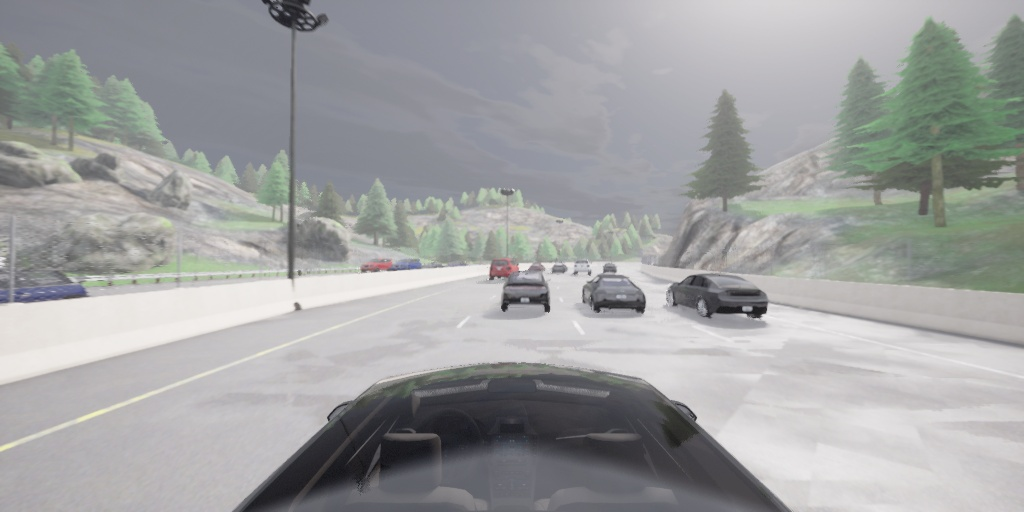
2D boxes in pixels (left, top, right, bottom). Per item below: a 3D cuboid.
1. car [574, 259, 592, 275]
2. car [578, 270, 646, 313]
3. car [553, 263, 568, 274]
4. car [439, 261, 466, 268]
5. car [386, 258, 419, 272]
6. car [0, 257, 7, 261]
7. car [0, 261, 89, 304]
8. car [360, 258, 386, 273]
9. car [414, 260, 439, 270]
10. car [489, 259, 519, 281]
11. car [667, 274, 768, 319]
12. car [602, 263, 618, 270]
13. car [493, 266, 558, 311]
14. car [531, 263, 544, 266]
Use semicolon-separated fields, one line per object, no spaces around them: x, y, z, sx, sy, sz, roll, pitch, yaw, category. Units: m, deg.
9.788;1.475;49.272;2.150;2.045;5.566;0;0;15;car
4.113;1.462;15.023;1.994;1.385;4.181;0;0;4;car
7.023;1.758;52.278;2.128;1.511;4.902;0;-1;15;car
-7.978;1.526;50.747;2.097;1.767;4.553;0;-1;14;car
-15.062;1.365;51.354;2.150;2.045;5.566;0;-1;14;car
-17.404;0.956;9.493;2.150;2.045;5.566;0;-1;2;car
-13.898;1.099;8.932;2.097;1.767;4.553;0;-1;3;car
-18.877;1.337;50.484;2.150;2.045;5.566;0;-1;13;car
-11.429;1.654;51.396;2.128;1.511;4.902;0;-1;14;car
-0.656;1.277;34.062;2.150;2.045;5.566;0;0;10;car
7.528;1.409;13.656;1.837;1.490;4.892;0;0;4;car
13.983;1.798;51.183;1.837;1.490;4.892;-1;0;16;car
0.625;1.374;15.195;2.128;1.511;4.902;0;0;4;car
3.813;1.790;53.818;1.812;1.442;4.674;0;-1;16;car
